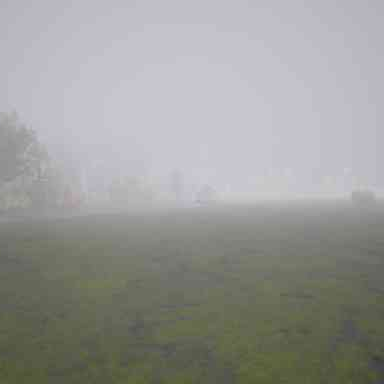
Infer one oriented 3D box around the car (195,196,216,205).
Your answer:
[{"bbox_3d":[2.365,1.435,57.693,1.994,1.385,4.181,0,0,36],"label":"car"}]
